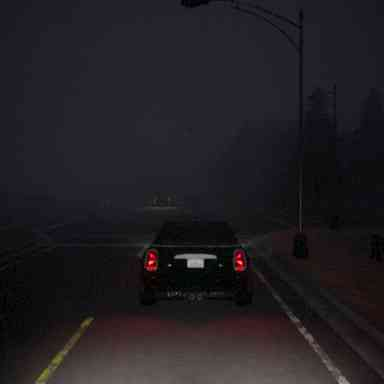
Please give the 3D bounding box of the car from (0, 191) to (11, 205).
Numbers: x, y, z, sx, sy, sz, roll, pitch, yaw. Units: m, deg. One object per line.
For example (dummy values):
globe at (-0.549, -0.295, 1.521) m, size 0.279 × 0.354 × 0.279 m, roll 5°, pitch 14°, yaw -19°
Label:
car at (-24.799, 0.887, 40.448) m, size 3.806 × 1.475 × 1.970 m, roll 0°, pitch 1°, yaw 0°

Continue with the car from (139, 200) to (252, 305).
car at (0.082, 1.249, 7.980) m, size 2.097 × 1.767 × 4.553 m, roll 0°, pitch 1°, yaw 1°

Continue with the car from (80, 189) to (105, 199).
car at (-17.652, 0.346, 58.951) m, size 3.866 × 1.878 × 1.905 m, roll 0°, pitch 1°, yaw 0°

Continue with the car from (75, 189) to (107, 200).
car at (-17.239, 0.403, 56.045) m, size 4.605 × 1.855 × 1.932 m, roll 0°, pitch 1°, yaw 0°

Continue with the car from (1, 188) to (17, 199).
car at (-35.746, 0.523, 62.431) m, size 4.514 × 1.523 × 2.007 m, roll 0°, pitch 1°, yaw 0°

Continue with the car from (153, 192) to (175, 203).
car at (-3.583, 0.829, 41.269) m, size 2.097 × 1.767 × 4.553 m, roll 0°, pitch 1°, yaw 0°

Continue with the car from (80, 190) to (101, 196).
car at (-25.022, 0.278, 81.827) m, size 4.514 × 1.523 × 2.007 m, roll 0°, pitch 1°, yaw 0°

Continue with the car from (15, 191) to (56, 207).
car at (-17.378, 0.914, 37.467) m, size 3.633 × 1.501 × 1.845 m, roll 0°, pitch 1°, yaw 0°

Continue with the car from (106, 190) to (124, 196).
car at (-17.973, 0.259, 78.163) m, size 3.806 × 1.475 × 1.970 m, roll 0°, pitch 1°, yaw 0°

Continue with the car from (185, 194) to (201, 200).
car at (0.108, 0.969, 41.234) m, size 2.128 × 1.511 × 4.902 m, roll 0°, pitch 1°, yaw 0°

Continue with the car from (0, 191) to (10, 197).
car at (-43.513, 0.429, 74.851) m, size 3.806 × 1.475 × 1.970 m, roll 0°, pitch 1°, yaw 0°

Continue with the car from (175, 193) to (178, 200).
car at (-3.539, 0.792, 58.014) m, size 1.812 × 1.442 × 4.674 m, roll 0°, pitch 1°, yaw 0°

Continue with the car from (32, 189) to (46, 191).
car at (-35.034, 0.165, 74.884) m, size 4.605 × 1.855 × 1.932 m, roll 0°, pitch 1°, yaw 0°

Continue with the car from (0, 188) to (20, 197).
car at (-42.902, 0.103, 78.171) m, size 3.866 × 1.878 × 1.905 m, roll 0°, pitch 1°, yaw 0°

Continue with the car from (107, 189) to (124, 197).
car at (-17.650, 0.261, 71.745) m, size 5.027 × 1.636 × 2.152 m, roll 0°, pitch 1°, yaw 0°
